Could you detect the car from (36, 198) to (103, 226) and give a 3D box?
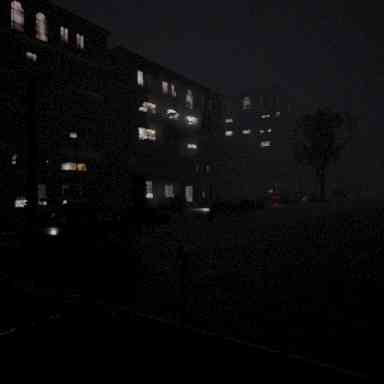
[{"bbox_3d":[-8.388,1.430,23.789,1.882,1.535,5.008,0,1,35],"label":"car"}]

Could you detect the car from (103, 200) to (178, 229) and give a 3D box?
[{"bbox_3d":[-3.139,1.490,21.177,1.947,1.339,4.313,1,1,35],"label":"car"}]

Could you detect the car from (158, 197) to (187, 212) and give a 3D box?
[{"bbox_3d":[-2.501,1.268,32.284,1.882,1.535,5.008,0,1,34],"label":"car"}]

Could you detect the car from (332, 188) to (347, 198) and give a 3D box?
[{"bbox_3d":[32.458,0.184,73.117,2.150,2.045,5.566,0,1,35],"label":"car"}]

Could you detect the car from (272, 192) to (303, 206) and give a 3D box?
[{"bbox_3d":[12.714,1.042,44.067,2.008,1.369,4.403,1,1,35],"label":"car"}]

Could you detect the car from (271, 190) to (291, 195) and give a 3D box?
[{"bbox_3d":[13.523,0.923,49.804,1.837,1.490,4.892,0,1,35],"label":"car"}]

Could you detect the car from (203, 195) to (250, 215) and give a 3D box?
[{"bbox_3d":[3.201,1.295,30.332,1.887,1.381,4.507,1,1,35],"label":"car"}]

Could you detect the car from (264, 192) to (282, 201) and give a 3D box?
[{"bbox_3d":[15.241,0.785,62.433,1.752,1.417,4.829,1,1,35],"label":"car"}]

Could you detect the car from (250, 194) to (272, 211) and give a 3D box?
[{"bbox_3d":[6.372,1.214,34.910,2.008,1.369,4.403,1,1,35],"label":"car"}]

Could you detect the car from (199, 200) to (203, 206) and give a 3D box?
[{"bbox_3d":[3.168,1.200,40.458,1.994,1.385,4.181,0,1,35],"label":"car"}]

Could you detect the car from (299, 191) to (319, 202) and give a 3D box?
[{"bbox_3d":[19.153,0.843,53.363,1.752,1.417,4.829,1,1,35],"label":"car"}]

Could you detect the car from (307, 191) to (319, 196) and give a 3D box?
[{"bbox_3d":[31.192,0.378,85.465,1.887,1.381,4.507,1,1,35],"label":"car"}]

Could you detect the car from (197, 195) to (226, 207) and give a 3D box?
[{"bbox_3d":[2.655,1.165,44.261,1.947,1.339,4.313,1,1,35],"label":"car"}]

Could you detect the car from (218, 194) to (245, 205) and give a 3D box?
[{"bbox_3d":[5.826,1.064,48.839,2.008,1.369,4.403,1,1,35],"label":"car"}]

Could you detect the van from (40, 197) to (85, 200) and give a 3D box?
[{"bbox_3d":[-10.027,1.287,25.945,1.690,1.788,3.998,1,1,35],"label":"van"}]

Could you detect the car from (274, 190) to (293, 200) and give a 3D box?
[{"bbox_3d":[18.510,0.487,67.148,2.192,1.841,5.009,1,1,35],"label":"car"}]
